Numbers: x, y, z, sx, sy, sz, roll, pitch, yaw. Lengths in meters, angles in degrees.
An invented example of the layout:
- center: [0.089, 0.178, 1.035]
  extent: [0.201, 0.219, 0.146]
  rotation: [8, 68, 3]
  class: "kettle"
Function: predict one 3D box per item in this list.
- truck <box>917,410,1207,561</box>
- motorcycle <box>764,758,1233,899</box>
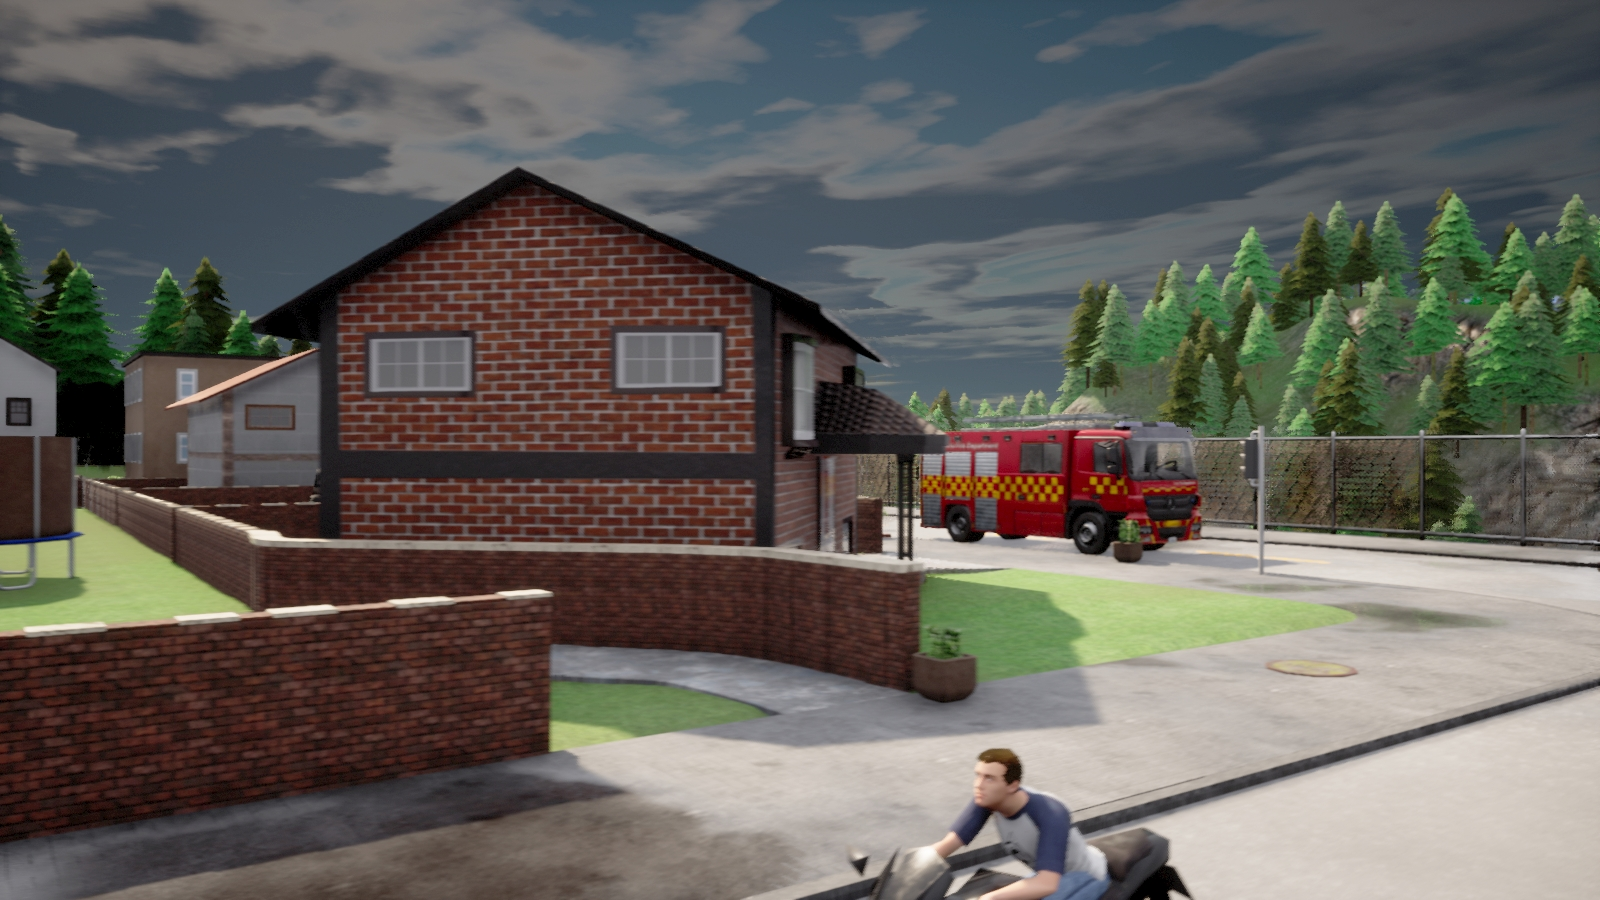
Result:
- center: [7.280, 0.891, 33.249]
  extent: [2.891, 3.827, 8.468]
  rotation: [0, 0, -35]
  class: "truck"
- center: [0.916, 2.186, 4.979]
  extent: [2.033, 1.199, 0.803]
  rotation: [0, 0, -35]
  class: "motorcycle"
